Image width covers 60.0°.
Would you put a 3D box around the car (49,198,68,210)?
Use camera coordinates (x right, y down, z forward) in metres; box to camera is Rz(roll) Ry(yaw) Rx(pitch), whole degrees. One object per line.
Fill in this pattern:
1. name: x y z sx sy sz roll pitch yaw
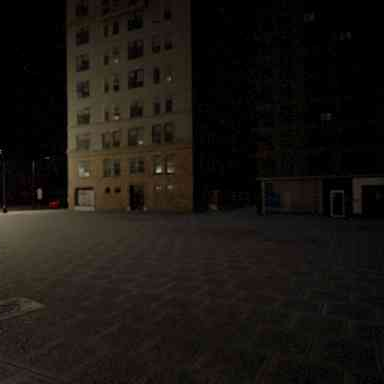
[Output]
1. car: -18.773 1.681 49.315 2.097 1.767 4.553 -1 0 26
